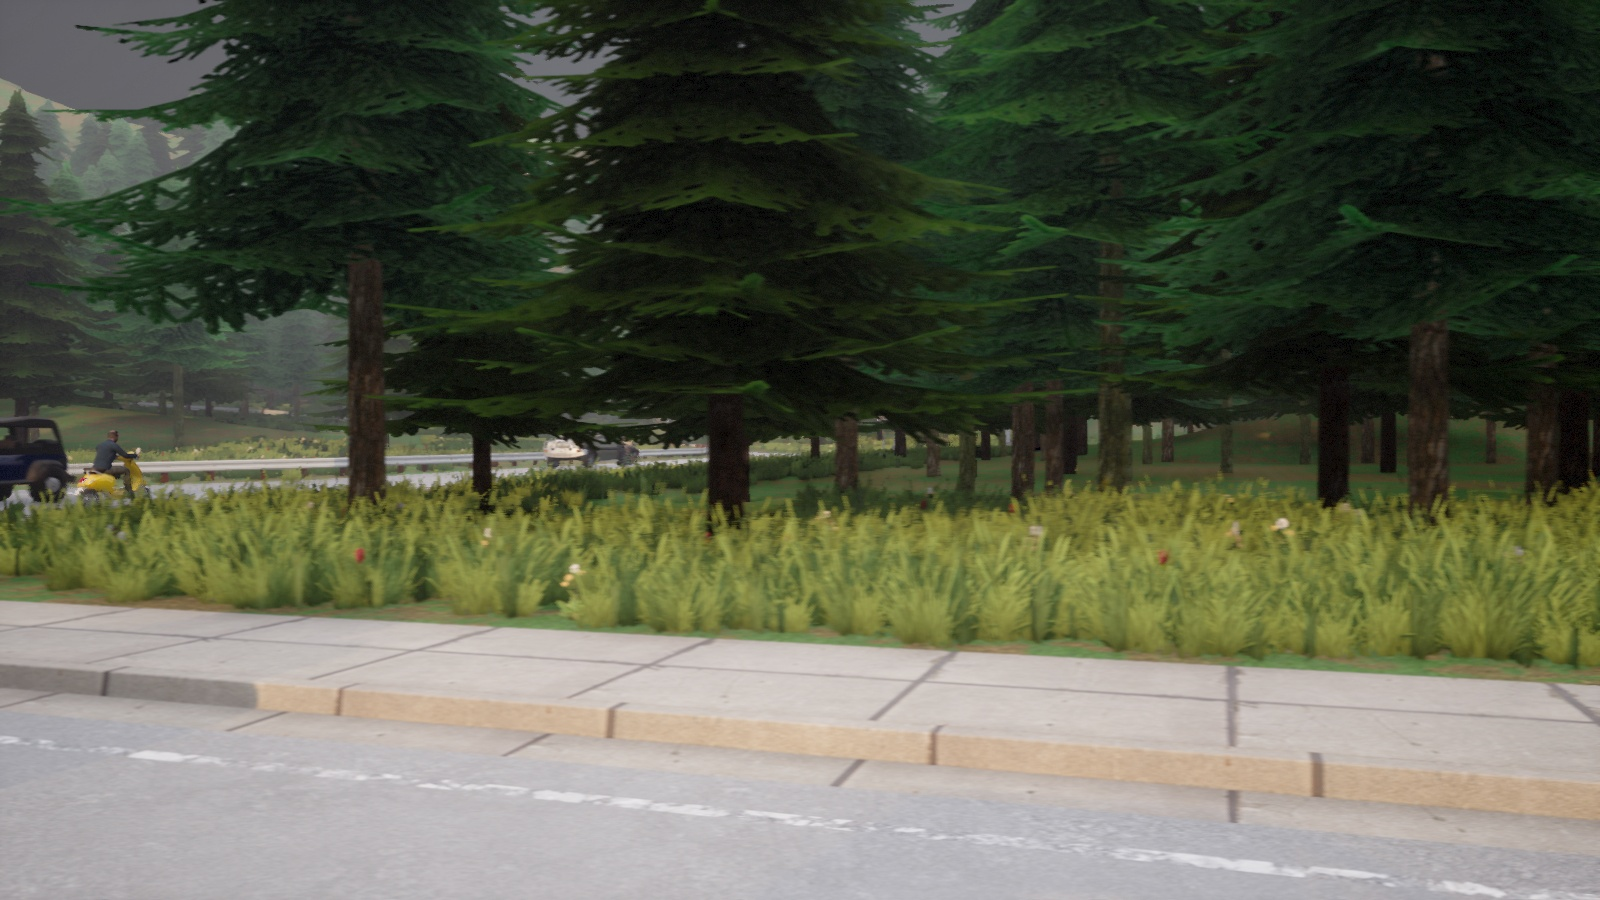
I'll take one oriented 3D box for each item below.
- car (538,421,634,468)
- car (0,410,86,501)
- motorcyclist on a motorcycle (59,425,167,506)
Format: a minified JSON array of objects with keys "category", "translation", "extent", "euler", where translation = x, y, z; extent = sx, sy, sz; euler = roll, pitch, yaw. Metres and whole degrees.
[{"category":"car","translation":[-8.862,-0.256,52.404],"extent":[1.932,1.855,4.605],"euler":[1,1,20]},{"category":"car","translation":[-17.396,0.107,26.427],"extent":[1.905,1.878,3.866],"euler":[1,1,18]},{"category":"motorcyclist on a motorcycle","translation":[-13.983,0.291,25.617],"extent":[0.866,1.590,1.817],"euler":[1,1,18]}]
